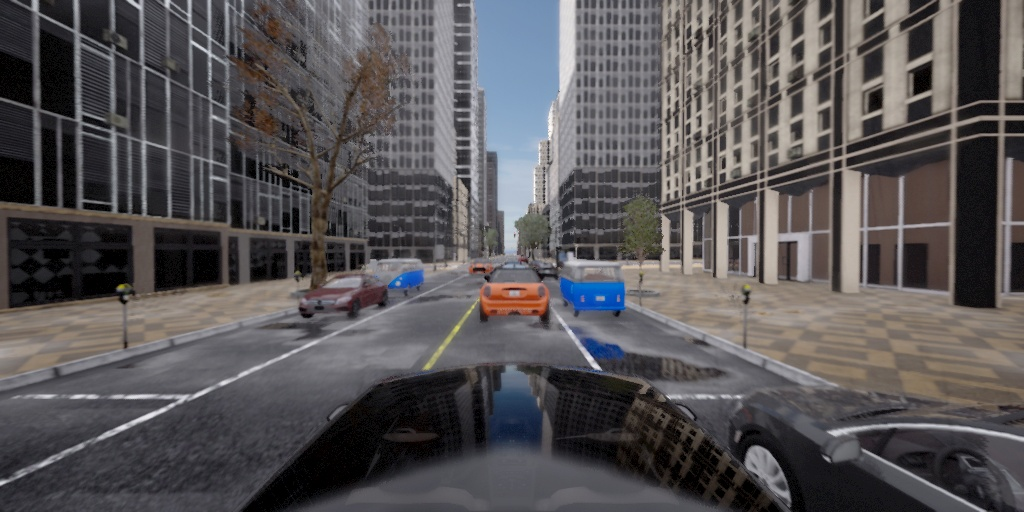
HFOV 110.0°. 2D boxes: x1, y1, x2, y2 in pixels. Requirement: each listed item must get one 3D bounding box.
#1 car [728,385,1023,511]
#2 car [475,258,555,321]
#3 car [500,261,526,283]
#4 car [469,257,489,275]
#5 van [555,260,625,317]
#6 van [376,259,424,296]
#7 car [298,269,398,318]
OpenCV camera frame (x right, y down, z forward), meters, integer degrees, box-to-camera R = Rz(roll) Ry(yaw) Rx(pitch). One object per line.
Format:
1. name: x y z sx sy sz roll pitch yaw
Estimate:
1. car: 2.690 1.302 1.325 2.007 1.370 4.403 0 0 0
2. car: 0.082 1.066 12.340 2.097 1.767 4.553 0 0 0
3. car: 0.081 1.159 27.791 1.837 1.490 4.892 0 0 0
4. car: -3.090 0.973 36.060 2.097 1.767 4.553 0 0 0
5. van: 2.687 1.052 12.694 1.690 1.789 3.998 0 0 0
6. van: -5.693 1.031 18.376 1.690 1.789 3.998 0 0 0
7. car: -5.693 1.293 12.692 1.802 1.307 4.207 0 0 0
